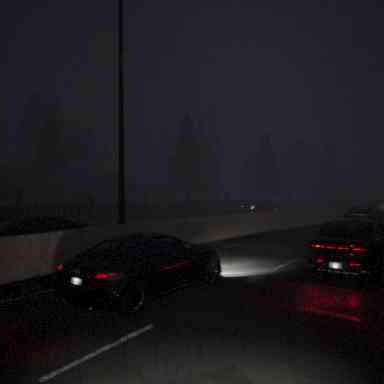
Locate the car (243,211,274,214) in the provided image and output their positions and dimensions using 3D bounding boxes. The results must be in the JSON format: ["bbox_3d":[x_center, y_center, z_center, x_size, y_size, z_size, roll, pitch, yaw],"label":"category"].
[{"bbox_3d":[7.470,1.686,37.350,4.553,1.767,2.097,0,-1,-39],"label":"car"}]

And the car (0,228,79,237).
[{"bbox_3d":[-6.383,1.663,12.783,1.882,1.535,5.008,-1,-1,37],"label":"car"}]

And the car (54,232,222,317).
[{"bbox_3d":[-1.023,1.656,7.906,1.994,1.385,4.181,-1,-1,35],"label":"car"}]

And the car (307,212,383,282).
[{"bbox_3d":[5.048,1.573,10.131,1.837,1.490,4.892,-1,-1,38],"label":"car"}]

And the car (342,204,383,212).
[{"bbox_3d":[12.003,1.636,22.593,4.902,1.511,2.128,0,-1,-43],"label":"car"}]
